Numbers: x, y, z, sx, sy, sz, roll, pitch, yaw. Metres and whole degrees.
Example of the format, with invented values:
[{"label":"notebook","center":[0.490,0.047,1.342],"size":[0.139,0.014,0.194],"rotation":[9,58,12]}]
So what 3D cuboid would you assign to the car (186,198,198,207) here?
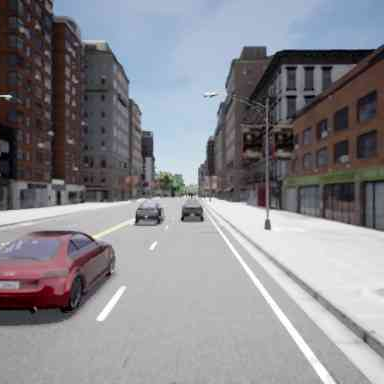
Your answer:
[{"label":"car","center":[0.012,1.675,54.400],"size":[1.994,1.385,4.181],"rotation":[0,0,0]}]

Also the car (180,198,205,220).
[{"label":"car","center":[0.051,1.557,28.515],"size":[1.837,1.490,4.892],"rotation":[0,0,1]}]

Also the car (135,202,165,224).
[{"label":"car","center":[-3.145,1.533,25.438],"size":[2.128,1.511,4.902],"rotation":[0,0,0]}]

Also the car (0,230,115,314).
[{"label":"car","center":[-3.148,1.577,7.753],"size":[1.994,1.385,4.181],"rotation":[0,0,0]}]
